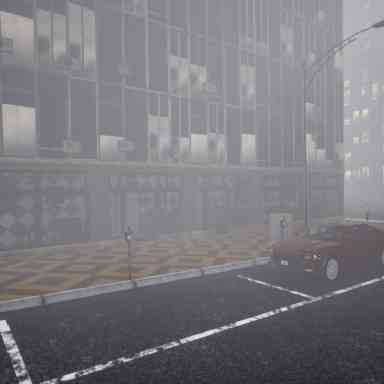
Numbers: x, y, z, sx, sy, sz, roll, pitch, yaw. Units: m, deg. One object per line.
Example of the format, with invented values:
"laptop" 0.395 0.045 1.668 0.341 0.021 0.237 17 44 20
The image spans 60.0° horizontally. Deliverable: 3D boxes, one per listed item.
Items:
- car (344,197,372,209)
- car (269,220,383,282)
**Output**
"car" 18.691 1.275 39.604 1.752 1.417 4.829 -1 1 -35
"car" 4.158 1.542 9.721 4.507 1.381 1.887 0 -1 -36
